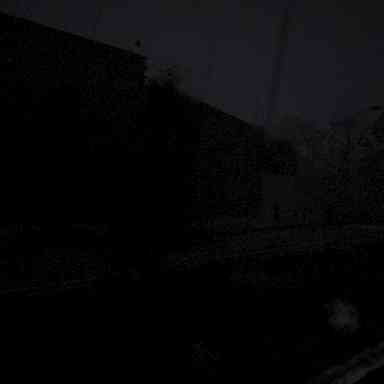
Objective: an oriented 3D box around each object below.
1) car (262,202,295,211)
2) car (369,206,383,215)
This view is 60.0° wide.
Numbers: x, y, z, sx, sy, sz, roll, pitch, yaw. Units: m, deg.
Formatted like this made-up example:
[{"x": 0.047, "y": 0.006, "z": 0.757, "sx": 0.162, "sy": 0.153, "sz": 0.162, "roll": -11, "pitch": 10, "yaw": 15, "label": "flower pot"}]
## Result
[{"x": 12.634, "y": 2.087, "z": 48.553, "sx": 4.718, "sy": 1.301, "sz": 1.895, "roll": 1, "pitch": -1, "yaw": 36, "label": "car"}, {"x": 24.653, "y": 2.230, "z": 41.214, "sx": 4.902, "sy": 1.511, "sz": 2.128, "roll": 1, "pitch": -1, "yaw": 17, "label": "car"}]
